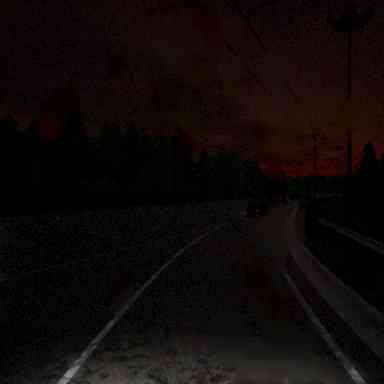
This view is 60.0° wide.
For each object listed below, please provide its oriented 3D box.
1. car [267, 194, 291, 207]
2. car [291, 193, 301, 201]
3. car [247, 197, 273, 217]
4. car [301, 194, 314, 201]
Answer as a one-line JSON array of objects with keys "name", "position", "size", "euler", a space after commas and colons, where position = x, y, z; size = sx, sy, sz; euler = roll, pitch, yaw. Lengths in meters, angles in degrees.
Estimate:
[{"name": "car", "position": [13.148, 1.521, 50.107], "size": [2.128, 1.511, 4.902], "euler": [0, 0, 23]}, {"name": "car", "position": [28.149, 1.283, 90.886], "size": [2.150, 2.045, 5.566], "euler": [0, 0, 25]}, {"name": "car", "position": [6.345, 1.490, 31.476], "size": [1.882, 1.535, 5.008], "euler": [0, 0, 17]}, {"name": "car", "position": [31.302, 1.608, 89.369], "size": [2.033, 1.411, 5.357], "euler": [0, 0, 25]}]
